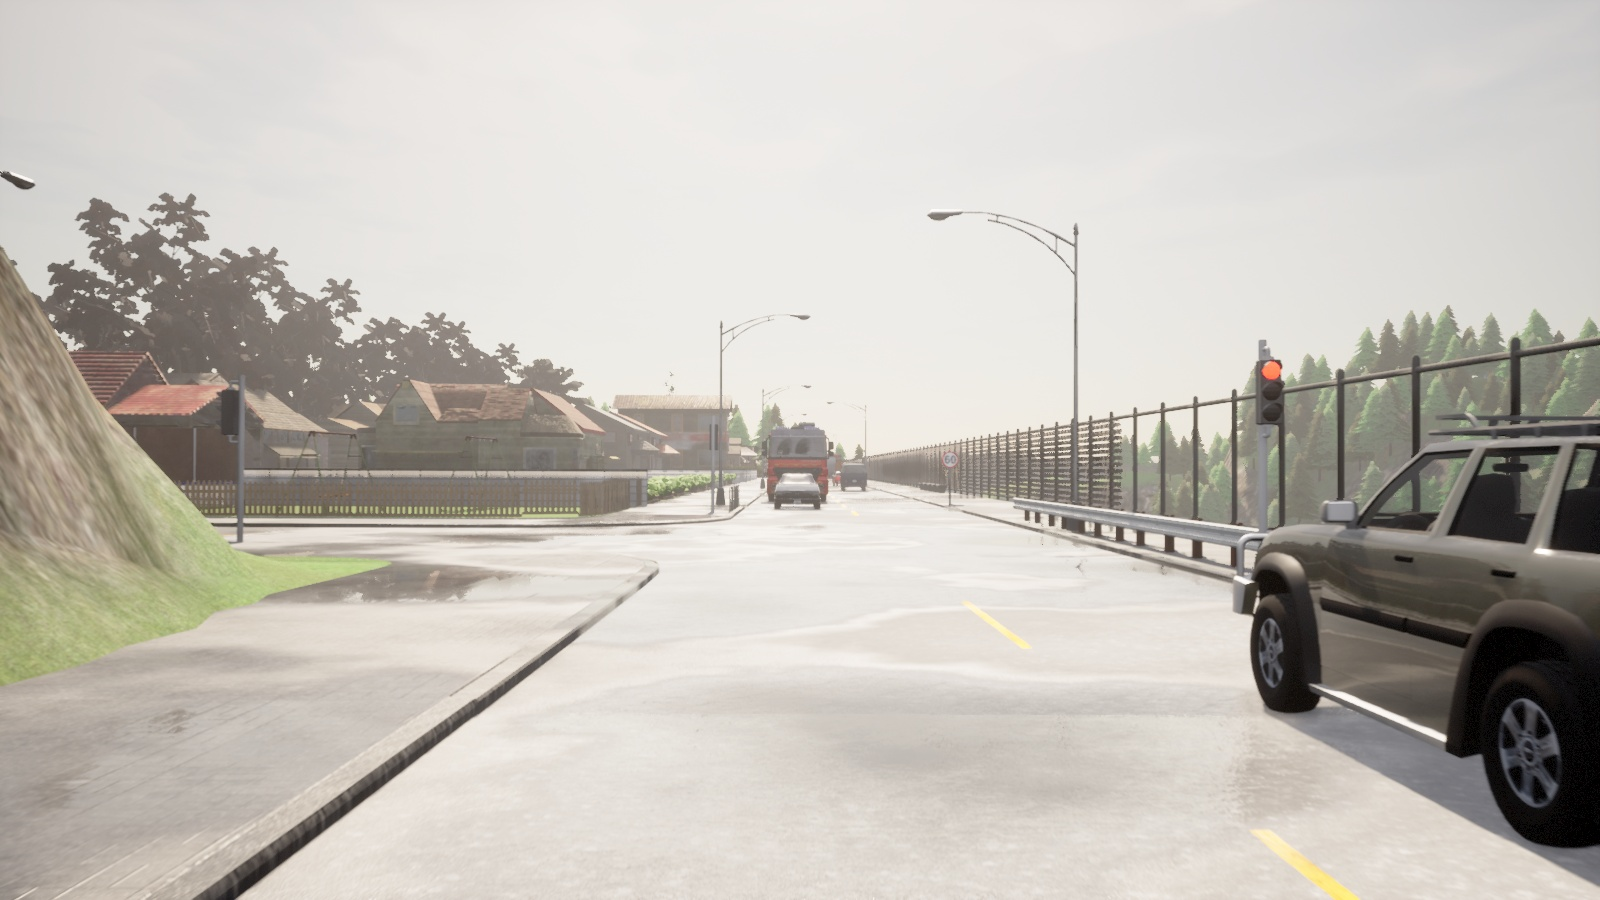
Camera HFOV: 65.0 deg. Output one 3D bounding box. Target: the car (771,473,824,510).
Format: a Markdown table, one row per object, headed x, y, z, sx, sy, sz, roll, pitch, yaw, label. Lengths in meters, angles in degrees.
| x | y | z | sx | sy | sz | roll | pitch | yaw | label |
| --- | --- | --- | --- | --- | --- | --- | --- | --- | --- |
| -0.094 | 1.627 | 50.631 | 2.033 | 1.411 | 5.357 | 0 | -1 | 0 | car |

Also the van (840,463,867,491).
| x | y | z | sx | sy | sz | roll | pitch | yaw | label |
| --- | --- | --- | --- | --- | --- | --- | --- | --- | --- |
| 3.824 | 1.916 | 90.132 | 1.775 | 1.987 | 4.442 | 0 | -1 | 0 | van |

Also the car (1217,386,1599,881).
| x | y | z | sx | sy | sz | roll | pitch | yaw | label |
| --- | --- | --- | --- | --- | --- | --- | --- | --- | --- |
| 3.954 | 0.714 | 6.657 | 1.932 | 1.855 | 4.605 | 0 | -1 | 0 | car |

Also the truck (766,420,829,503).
| x | y | z | sx | sy | sz | roll | pitch | yaw | label |
| --- | --- | --- | --- | --- | --- | --- | --- | --- | --- |
| -0.122 | 0.593 | 62.359 | 2.891 | 3.827 | 8.468 | 0 | -1 | 0 | truck |
